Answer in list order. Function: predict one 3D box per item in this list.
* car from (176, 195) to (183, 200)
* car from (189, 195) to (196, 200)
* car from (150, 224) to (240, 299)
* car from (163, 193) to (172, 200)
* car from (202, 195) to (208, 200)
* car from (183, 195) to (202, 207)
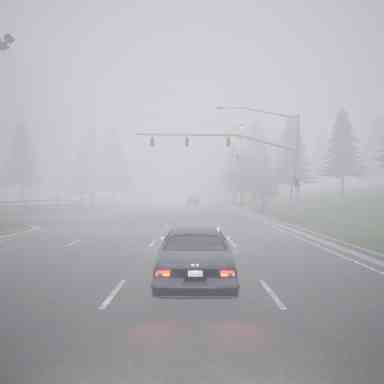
[{"bbox_3d":[-3.356,1.524,94.154,1.812,1.442,4.674,0,0,0],"label":"car"},{"bbox_3d":[0.144,1.540,94.148,2.033,1.411,5.357,0,0,0],"label":"car"},{"bbox_3d":[0.079,1.547,8.633,2.033,1.411,5.357,0,0,1],"label":"car"},{"bbox_3d":[-6.856,1.225,94.189,2.150,2.045,5.566,0,0,0],"label":"car"},{"bbox_3d":[3.644,1.500,94.143,1.837,1.490,4.892,0,0,0],"label":"car"},{"bbox_3d":[0.078,1.352,52.672,2.097,1.767,4.553,0,0,0],"label":"car"}]
